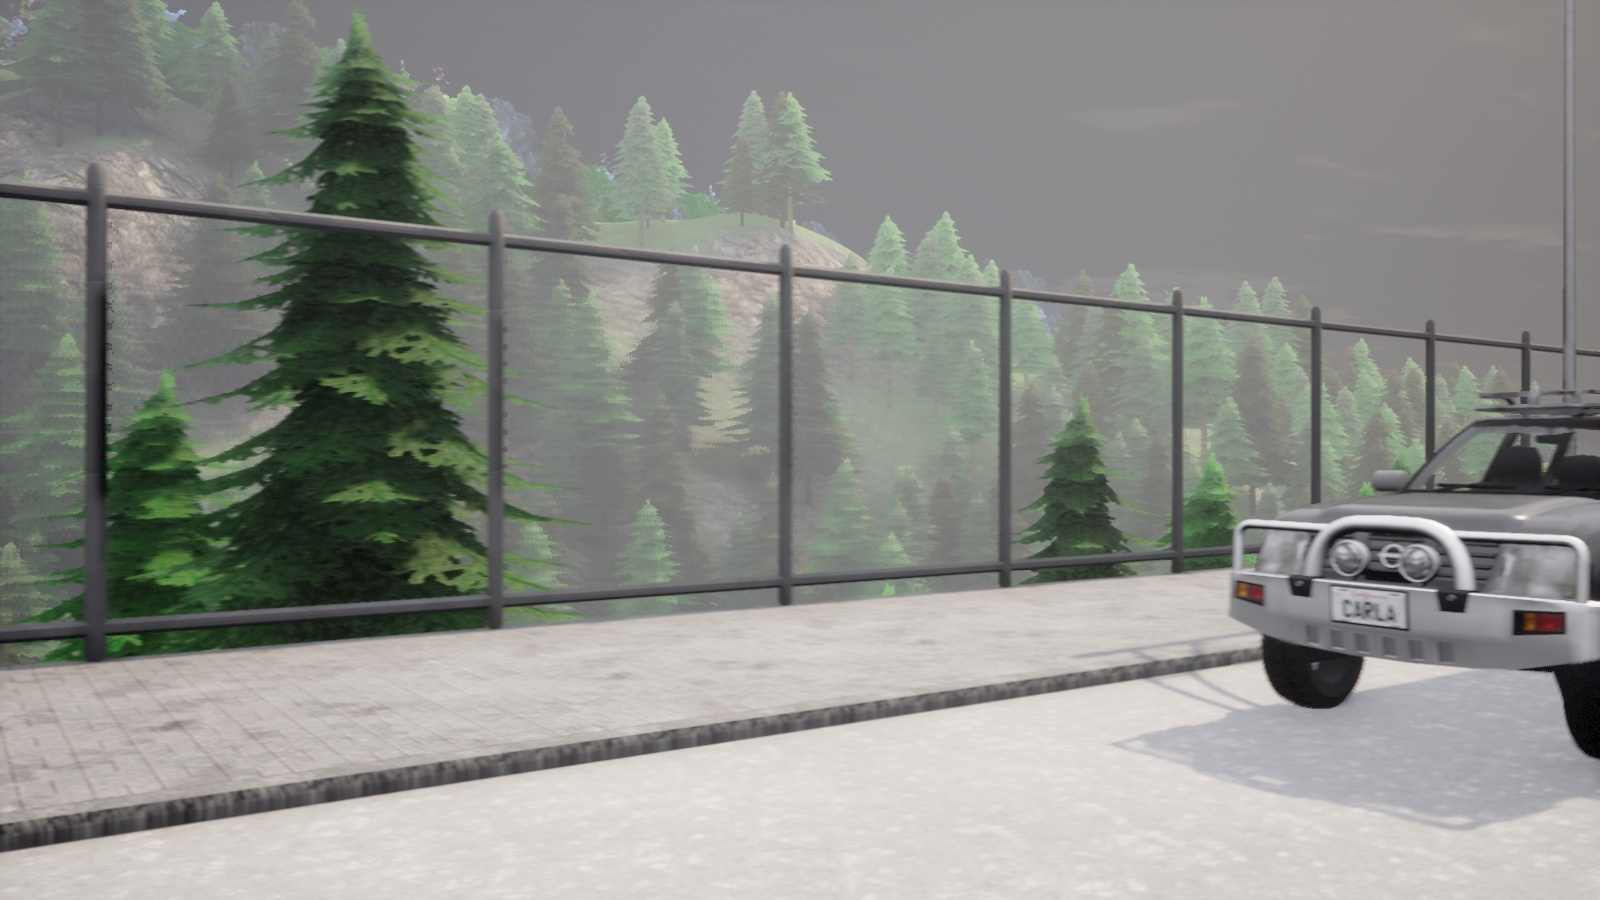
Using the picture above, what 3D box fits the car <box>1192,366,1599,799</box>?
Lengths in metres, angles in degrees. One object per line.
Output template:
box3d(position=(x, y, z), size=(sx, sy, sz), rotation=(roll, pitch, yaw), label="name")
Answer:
box3d(position=(4.619, 0.570, 7.483), size=(4.605, 1.855, 1.932), rotation=(0, 0, -35), label="car")
